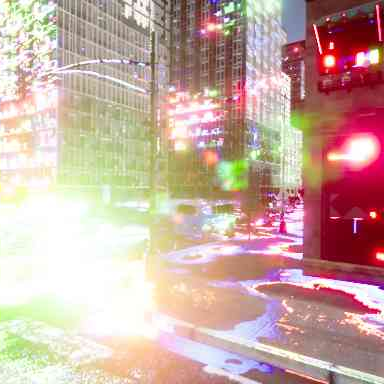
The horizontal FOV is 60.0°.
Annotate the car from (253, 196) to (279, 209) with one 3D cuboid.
[{"bbox_3d":[9.895,1.306,44.455,1.967,1.590,4.097,1,1,35],"label":"car"}]

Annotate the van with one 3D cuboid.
[{"bbox_3d":[0.778,1.374,17.025,1.690,1.788,3.998,1,1,35],"label":"van"}]

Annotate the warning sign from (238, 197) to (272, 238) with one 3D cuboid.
[{"bbox_3d":[3.062,1.182,16.138,1.300,1.860,1.060,1,1,35],"label":"warning sign"}]

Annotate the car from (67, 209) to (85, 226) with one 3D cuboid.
[{"bbox_3d":[-6.069,1.479,21.864,1.947,1.339,4.313,1,1,35],"label":"car"}]

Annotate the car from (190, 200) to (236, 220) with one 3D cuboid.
[{"bbox_3d":[1.917,1.457,28.675,1.812,1.442,4.674,1,1,35],"label":"car"}]

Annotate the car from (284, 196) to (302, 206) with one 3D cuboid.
[{"bbox_3d":[16.183,1.377,53.354,1.752,1.417,4.829,1,1,35],"label":"car"}]

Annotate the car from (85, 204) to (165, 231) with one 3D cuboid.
[{"bbox_3d":[-3.852,1.551,20.515,1.895,1.301,4.718,1,1,35],"label":"car"}]

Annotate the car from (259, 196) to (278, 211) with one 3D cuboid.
[{"bbox_3d":[7.654,1.392,36.775,1.882,1.535,5.008,1,1,35],"label":"car"}]
